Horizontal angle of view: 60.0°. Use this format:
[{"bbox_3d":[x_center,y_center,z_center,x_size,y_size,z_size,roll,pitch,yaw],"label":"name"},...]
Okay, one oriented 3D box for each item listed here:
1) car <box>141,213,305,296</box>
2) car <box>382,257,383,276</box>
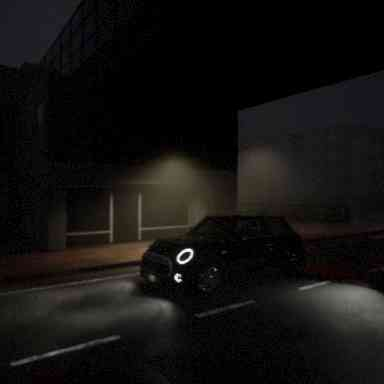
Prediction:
[{"bbox_3d":[0.934,1.391,8.899,4.553,1.767,2.097,0,0,-35],"label":"car"},{"bbox_3d":[6.924,1.579,8.815,4.892,1.490,1.837,1,-1,-35],"label":"car"}]
